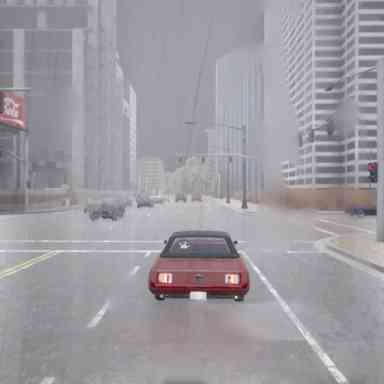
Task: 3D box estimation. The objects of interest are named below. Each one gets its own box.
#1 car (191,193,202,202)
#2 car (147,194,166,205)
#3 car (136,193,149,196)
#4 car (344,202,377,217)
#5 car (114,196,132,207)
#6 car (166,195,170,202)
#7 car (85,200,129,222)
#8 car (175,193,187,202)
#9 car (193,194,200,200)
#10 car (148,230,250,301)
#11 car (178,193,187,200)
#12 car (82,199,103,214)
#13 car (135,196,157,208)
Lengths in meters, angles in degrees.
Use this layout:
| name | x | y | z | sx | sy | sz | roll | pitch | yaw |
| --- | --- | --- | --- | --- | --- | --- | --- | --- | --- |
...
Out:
| name | x | y | z | sx | sy | sz | roll | pitch | yaw |
| --- | --- | --- | --- | --- | --- | --- | --- | --- | --- |
| car | 1.017 | 1.216 | 73.350 | 2.150 | 2.045 | 5.566 | 0 | 0 | 1 |
| car | -6.266 | 1.562 | 58.852 | 1.994 | 1.385 | 4.181 | 0 | 0 | 1 |
| car | -9.624 | 1.222 | 65.413 | 2.150 | 2.045 | 5.566 | 0 | 0 | 1 |
| car | 16.534 | 1.601 | 30.405 | 4.718 | 1.301 | 1.895 | 0 | 0 | 1 |
| car | -9.947 | 1.355 | 47.413 | 2.097 | 1.767 | 4.553 | 0 | 0 | 1 |
| car | -5.971 | 1.474 | 74.289 | 1.882 | 1.535 | 5.008 | 0 | 0 | 1 |
| car | -6.741 | 1.601 | 26.804 | 1.895 | 1.301 | 4.718 | 0 | 0 | 1 |
| car | -2.483 | 1.216 | 73.400 | 2.150 | 2.045 | 5.566 | 0 | 0 | 1 |
| car | 1.167 | 1.353 | 84.020 | 1.812 | 1.442 | 4.674 | 0 | 0 | 1 |
| car | 0.212 | 1.601 | 8.278 | 1.895 | 1.301 | 4.718 | 0 | 0 | 2 |
| car | -2.333 | 1.184 | 84.040 | 2.097 | 1.767 | 4.553 | 0 | 0 | 1 |
| car | -10.114 | 1.525 | 35.717 | 1.812 | 1.442 | 4.674 | 0 | 0 | 1 |
| car | -6.457 | 1.601 | 46.828 | 1.895 | 1.301 | 4.718 | 0 | 0 | 1 |
